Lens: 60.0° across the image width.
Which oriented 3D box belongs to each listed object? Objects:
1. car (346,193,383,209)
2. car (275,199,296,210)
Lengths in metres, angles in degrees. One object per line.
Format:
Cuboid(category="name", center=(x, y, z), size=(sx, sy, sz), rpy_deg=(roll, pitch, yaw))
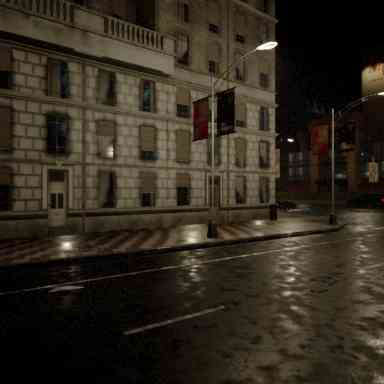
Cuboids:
Cuboid(category="car", center=(24.224, 1.221, 45.703), size=(2.150, 2.045, 5.566), rpy_deg=(0, 0, -37))
Cuboid(category="car", center=(11.417, 1.563, 43.285), size=(1.994, 1.385, 4.181), rpy_deg=(0, 0, -36))
